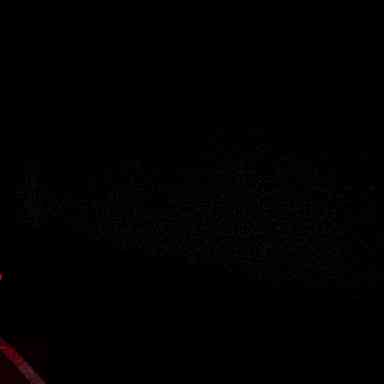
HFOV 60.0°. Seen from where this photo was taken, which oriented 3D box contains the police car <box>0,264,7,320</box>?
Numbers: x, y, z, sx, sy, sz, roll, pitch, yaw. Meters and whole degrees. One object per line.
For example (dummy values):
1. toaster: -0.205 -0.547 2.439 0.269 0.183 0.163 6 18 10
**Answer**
1. police car: -5.157 1.425 6.306 1.930 1.638 5.238 0 0 -45
